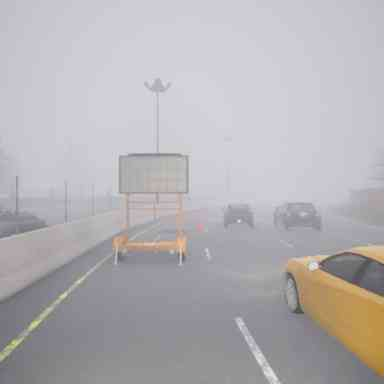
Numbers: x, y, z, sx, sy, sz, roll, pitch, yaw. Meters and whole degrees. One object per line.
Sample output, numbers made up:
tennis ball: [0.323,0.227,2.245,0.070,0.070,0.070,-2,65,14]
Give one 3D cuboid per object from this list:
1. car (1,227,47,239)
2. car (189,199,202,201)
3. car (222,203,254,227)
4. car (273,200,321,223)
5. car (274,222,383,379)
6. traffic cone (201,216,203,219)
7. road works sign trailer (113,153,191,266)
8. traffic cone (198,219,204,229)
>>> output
car: [-8.066,1.564,14.629,1.994,1.385,4.181,0,0,1]
car: [1.998,1.495,56.948,2.128,1.511,4.902,0,0,26]
car: [3.128,1.506,22.680,1.837,1.490,4.892,0,0,6]
car: [6.456,1.354,20.854,2.097,1.767,4.553,0,0,5]
car: [2.884,1.478,4.618,1.882,1.535,5.008,0,0,-5]
traffic cone: [0.571,1.957,20.524,0.340,0.580,0.340,0,0,2]
road works sign trailer: [-1.296,0.465,11.595,2.380,3.560,2.880,0,0,2]
traffic cone: [0.486,1.957,18.526,0.340,0.580,0.340,0,0,2]
